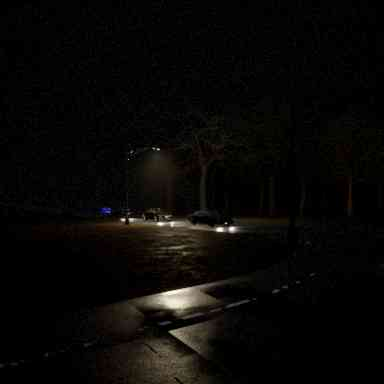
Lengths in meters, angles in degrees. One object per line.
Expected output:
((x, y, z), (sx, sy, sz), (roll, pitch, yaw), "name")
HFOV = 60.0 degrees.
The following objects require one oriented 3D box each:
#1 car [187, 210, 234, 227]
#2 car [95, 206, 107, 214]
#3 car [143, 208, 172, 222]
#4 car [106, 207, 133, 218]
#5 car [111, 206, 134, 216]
((1.478, 2.282, 29.669), (2.033, 1.411, 5.357), (0, -2, -30), "car")
((-17.635, 3.512, 65.336), (1.882, 1.535, 5.008), (1, -2, -33), "car")
((-4.029, 2.579, 38.028), (1.837, 1.490, 4.892), (1, -2, -33), "car")
((-9.910, 2.913, 47.014), (2.128, 1.511, 4.902), (1, -2, -33), "car")
((-11.919, 3.223, 56.618), (2.128, 1.511, 4.902), (1, -2, -33), "car")
